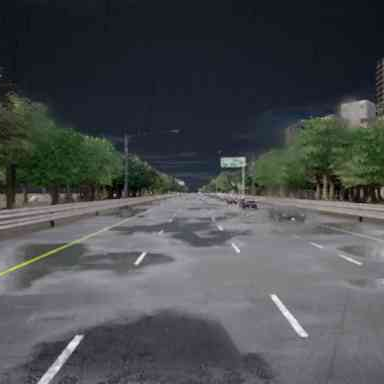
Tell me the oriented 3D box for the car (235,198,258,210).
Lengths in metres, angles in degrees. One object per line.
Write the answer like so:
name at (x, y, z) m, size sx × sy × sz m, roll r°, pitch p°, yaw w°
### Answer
car at (7.113, 1.514, 42.440) m, size 1.837 × 1.490 × 4.892 m, roll 0°, pitch 0°, yaw 0°

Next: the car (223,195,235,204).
car at (7.221, 1.608, 60.901) m, size 1.895 × 1.301 × 4.718 m, roll 0°, pitch 0°, yaw 0°

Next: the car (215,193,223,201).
car at (7.375, 1.518, 79.874) m, size 2.128 × 1.511 × 4.902 m, roll 0°, pitch 0°, yaw 1°

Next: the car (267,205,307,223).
car at (7.044, 1.605, 25.312) m, size 1.895 × 1.301 × 4.718 m, roll 0°, pitch 0°, yaw 0°
